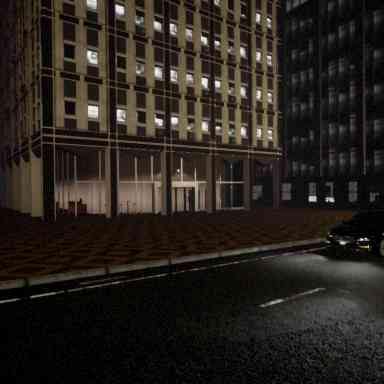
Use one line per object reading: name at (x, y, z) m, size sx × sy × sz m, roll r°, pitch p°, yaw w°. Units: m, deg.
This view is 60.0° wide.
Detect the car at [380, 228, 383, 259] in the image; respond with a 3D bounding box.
car at (7.189, 1.597, 8.837) m, size 4.718 × 1.301 × 1.895 m, roll 0°, pitch 0°, yaw -36°

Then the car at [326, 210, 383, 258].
car at (7.133, 1.499, 12.795) m, size 4.892 × 1.490 × 1.837 m, roll 0°, pitch 0°, yaw -36°
